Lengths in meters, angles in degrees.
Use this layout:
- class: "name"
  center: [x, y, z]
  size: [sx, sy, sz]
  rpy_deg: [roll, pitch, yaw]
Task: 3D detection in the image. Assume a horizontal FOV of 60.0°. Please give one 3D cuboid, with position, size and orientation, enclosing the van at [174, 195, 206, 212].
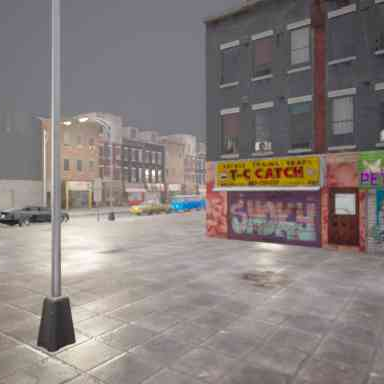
- class: "van"
  center: [-0.449, 1.249, 35.918]
  size: [1.690, 1.788, 3.998]
  rpy_deg: [0, 0, 36]

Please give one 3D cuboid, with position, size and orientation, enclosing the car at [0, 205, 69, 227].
- class: "car"
  center: [-10.333, 1.522, 22.111]
  size: [1.947, 1.339, 4.313]
  rpy_deg: [0, 0, 36]

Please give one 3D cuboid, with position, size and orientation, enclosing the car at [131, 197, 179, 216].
- class: "car"
  center: [-3.645, 1.449, 31.454]
  size: [1.752, 1.417, 4.829]
  rpy_deg: [0, 0, 36]

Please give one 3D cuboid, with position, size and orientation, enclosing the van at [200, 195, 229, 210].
- class: "van"
  center: [2.845, 1.234, 40.520]
  size: [1.690, 1.788, 3.998]
  rpy_deg: [0, 0, 36]
